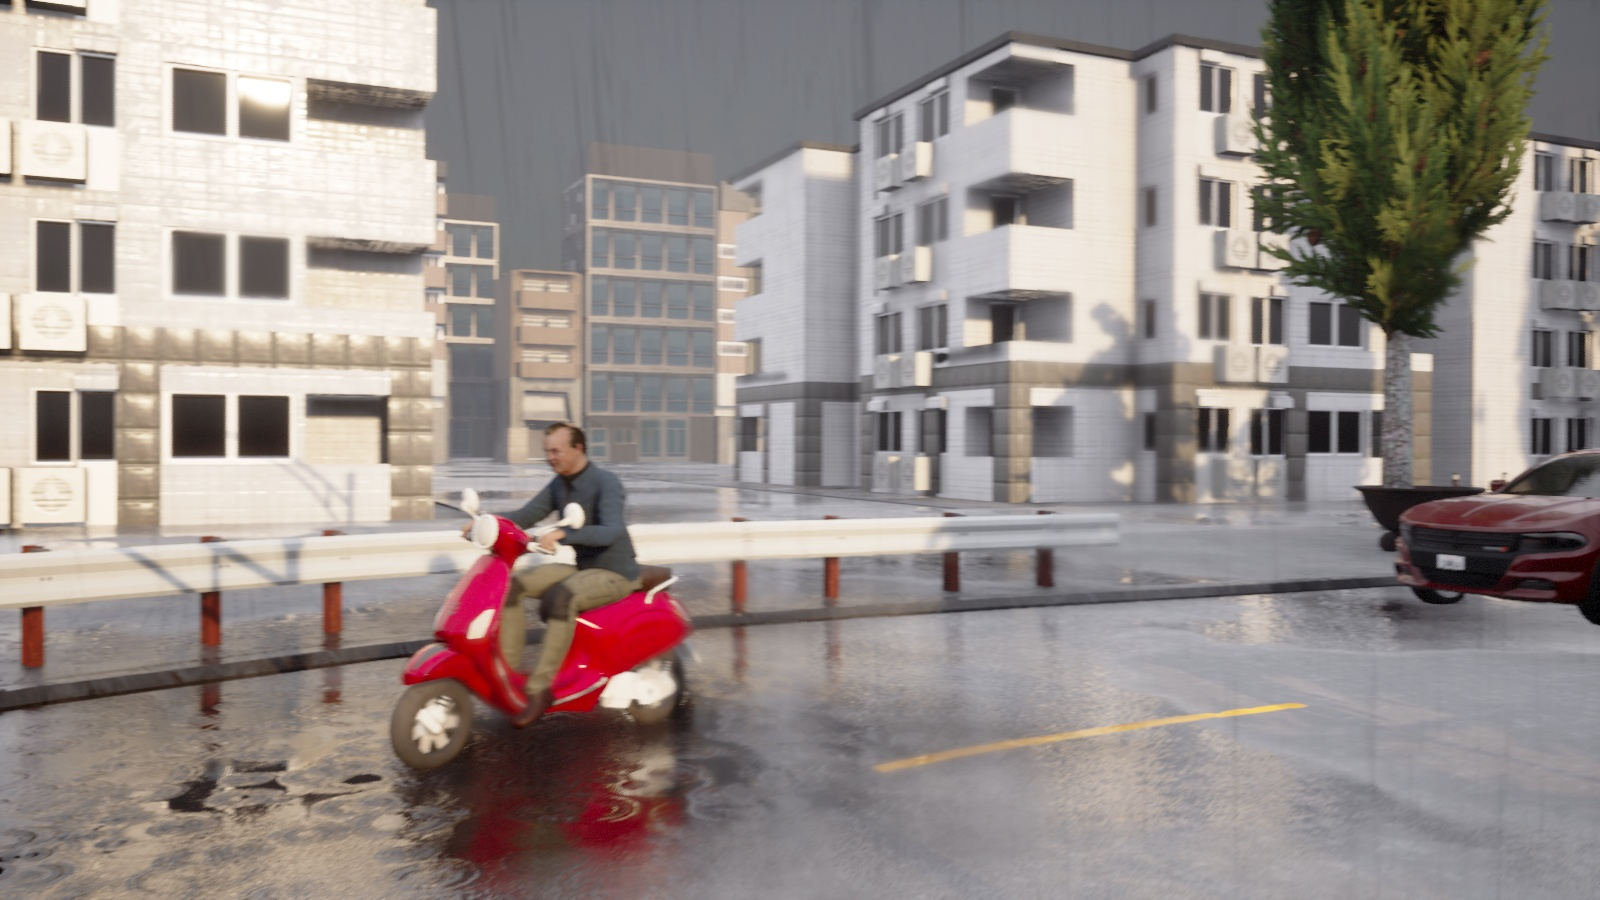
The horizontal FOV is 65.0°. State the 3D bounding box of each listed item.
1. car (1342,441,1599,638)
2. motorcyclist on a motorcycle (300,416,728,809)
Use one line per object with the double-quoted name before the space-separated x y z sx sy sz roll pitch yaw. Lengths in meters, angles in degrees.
"car" 7.643 0.702 11.706 5.008 1.535 1.882 0 0 -25
"motorcyclist on a motorcycle" -1.319 0.656 6.065 0.866 1.590 1.817 2 2 42
